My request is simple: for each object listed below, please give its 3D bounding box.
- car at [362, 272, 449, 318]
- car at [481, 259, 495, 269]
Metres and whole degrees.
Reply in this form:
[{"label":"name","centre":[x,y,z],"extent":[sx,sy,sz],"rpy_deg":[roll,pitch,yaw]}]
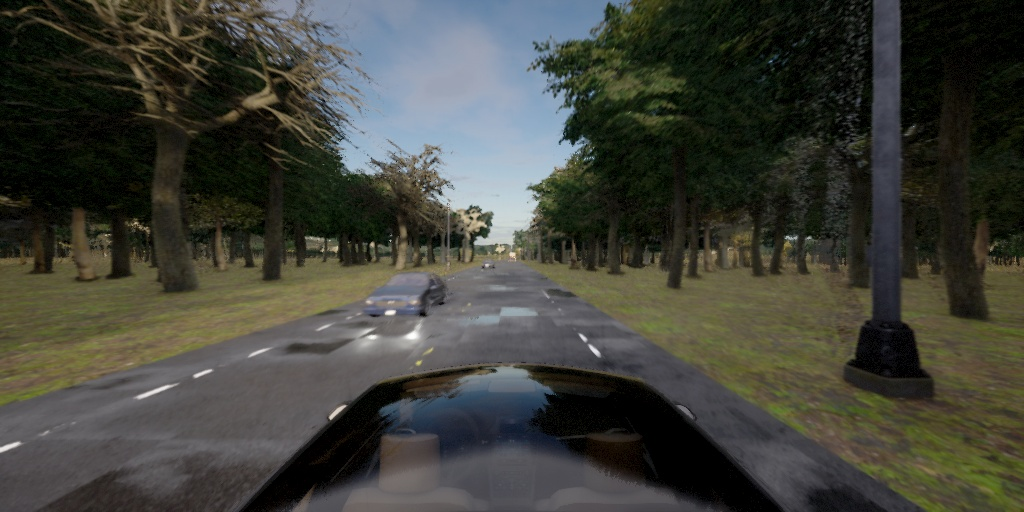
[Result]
[{"label":"car","centre":[-3.596,1.290,13.260],"extent":[2.033,1.411,5.357],"rpy_deg":[0,0,0]},{"label":"car","centre":[-3.548,1.220,54.140],"extent":[2.128,1.511,4.902],"rpy_deg":[0,0,1]}]
